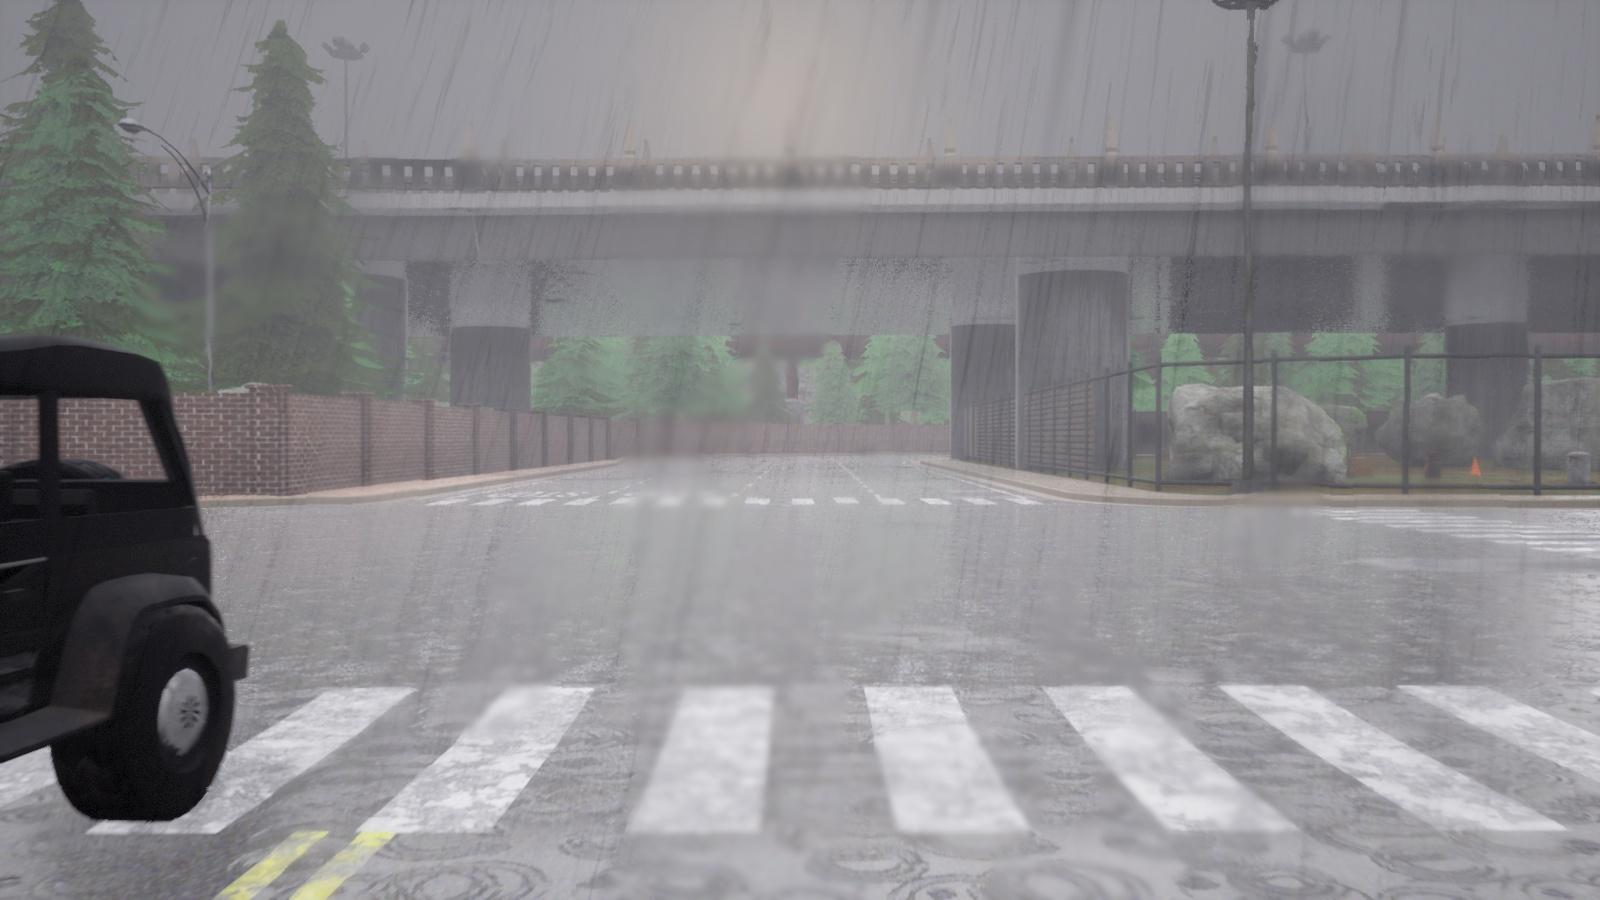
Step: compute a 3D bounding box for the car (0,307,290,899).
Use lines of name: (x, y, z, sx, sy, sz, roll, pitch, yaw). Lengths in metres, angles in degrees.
car: (-3.407, 0.501, 3.841, 1.905, 1.878, 3.866, 0, 0, 4)
